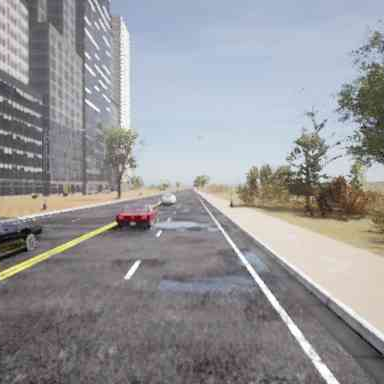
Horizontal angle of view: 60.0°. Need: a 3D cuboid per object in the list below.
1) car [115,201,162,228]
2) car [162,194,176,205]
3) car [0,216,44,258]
[{"bbox_3d":[-3.155,1.366,19.939,1.895,1.301,4.718,0,1,0],"label":"car"},{"bbox_3d":[-3.163,0.990,45.846,1.812,1.442,4.674,0,1,0],"label":"car"},{"bbox_3d":[-6.582,1.478,10.427,1.895,1.301,4.718,0,1,0],"label":"car"}]
